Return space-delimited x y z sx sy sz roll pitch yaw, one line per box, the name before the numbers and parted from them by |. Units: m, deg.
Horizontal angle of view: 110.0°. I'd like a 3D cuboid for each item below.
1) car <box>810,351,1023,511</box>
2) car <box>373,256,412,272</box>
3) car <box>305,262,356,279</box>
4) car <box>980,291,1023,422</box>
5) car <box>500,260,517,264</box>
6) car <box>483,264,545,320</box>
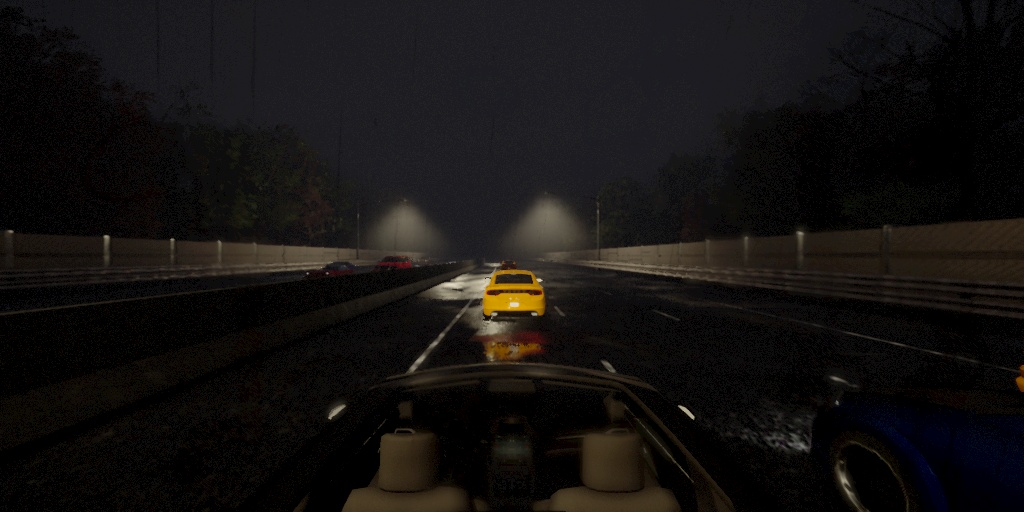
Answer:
car | 3.591 1.313 1.375 1.994 1.385 4.181 0 0 0
car | -10.883 0.983 33.145 2.150 2.045 5.566 0 0 -1
car | -14.306 1.362 28.447 1.895 1.301 4.718 0 0 -1
car | 7.092 1.225 2.212 1.882 1.535 5.008 0 0 0
car | -0.398 1.243 43.514 1.882 1.535 5.008 0 0 -1
car | 0.058 1.232 12.680 1.882 1.535 5.008 0 0 0
